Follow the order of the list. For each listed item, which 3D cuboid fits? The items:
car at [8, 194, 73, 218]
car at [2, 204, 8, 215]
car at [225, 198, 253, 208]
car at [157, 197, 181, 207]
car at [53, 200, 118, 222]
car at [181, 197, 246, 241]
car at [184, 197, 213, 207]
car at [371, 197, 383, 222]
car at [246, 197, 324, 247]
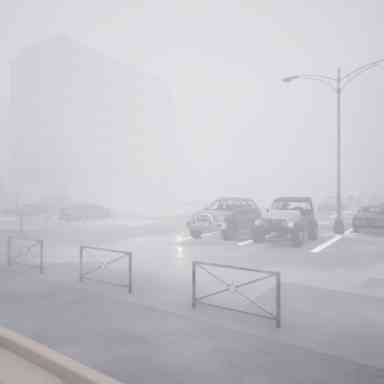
[{"bbox_3d":[-13.589,1.249,31.015,2.150,2.045,5.566,0,0,34],"label":"car"},{"bbox_3d":[-16.368,1.383,33.152,2.097,1.767,4.553,0,0,34],"label":"car"},{"bbox_3d":[6.928,1.574,48.804,2.033,1.411,5.357,0,0,33],"label":"car"},{"bbox_3d":[-3.470,1.525,52.298,2.128,1.511,4.902,0,0,34],"label":"car"},{"bbox_3d":[-8.095,1.614,26.474,1.837,1.490,4.892,0,-1,34],"label":"car"},{"bbox_3d":[1.721,1.161,15.874,1.932,1.855,4.605,0,0,34],"label":"car"},{"bbox_3d":[1.155,1.577,52.856,2.033,1.411,5.357,0,0,34],"label":"car"},{"bbox_3d":[16.113,1.398,27.163,1.970,1.475,3.806,0,0,34],"label":"car"},{"bbox_3d":[4.089,1.161,14.208,1.905,1.878,3.866,0,0,34],"label":"car"}]
